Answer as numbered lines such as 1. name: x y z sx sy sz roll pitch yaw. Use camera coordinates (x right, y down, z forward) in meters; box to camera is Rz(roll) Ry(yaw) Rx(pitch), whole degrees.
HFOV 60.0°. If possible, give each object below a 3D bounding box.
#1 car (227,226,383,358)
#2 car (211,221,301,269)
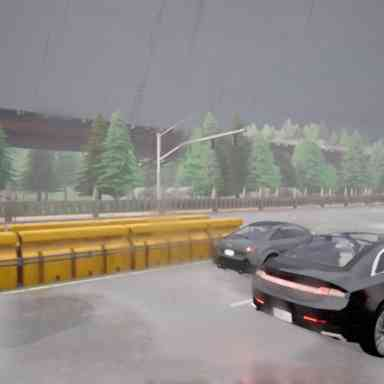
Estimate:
1. car: 3.219 1.487 6.025 4.902 1.511 2.128 0 0 -36
2. car: 2.611 1.558 9.886 4.181 1.385 1.994 0 0 -35
